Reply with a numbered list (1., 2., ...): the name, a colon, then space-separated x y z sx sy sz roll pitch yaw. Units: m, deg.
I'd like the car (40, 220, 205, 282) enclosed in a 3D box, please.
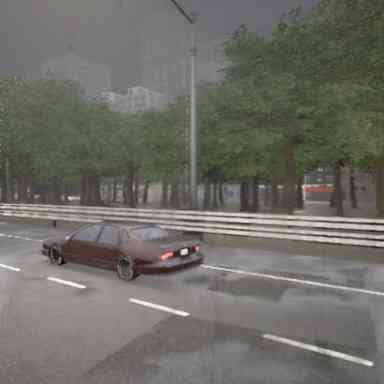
1. car: -2.236 1.544 9.765 5.357 1.411 2.033 0 0 36
